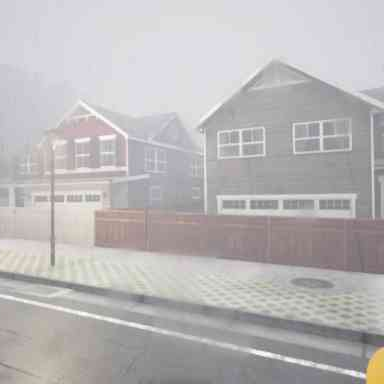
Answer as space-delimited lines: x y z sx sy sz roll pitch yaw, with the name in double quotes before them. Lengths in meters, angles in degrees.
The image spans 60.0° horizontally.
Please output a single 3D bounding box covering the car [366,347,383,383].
"car" 3.564 1.477 1.473 5.008 1.535 1.882 0 0 27
